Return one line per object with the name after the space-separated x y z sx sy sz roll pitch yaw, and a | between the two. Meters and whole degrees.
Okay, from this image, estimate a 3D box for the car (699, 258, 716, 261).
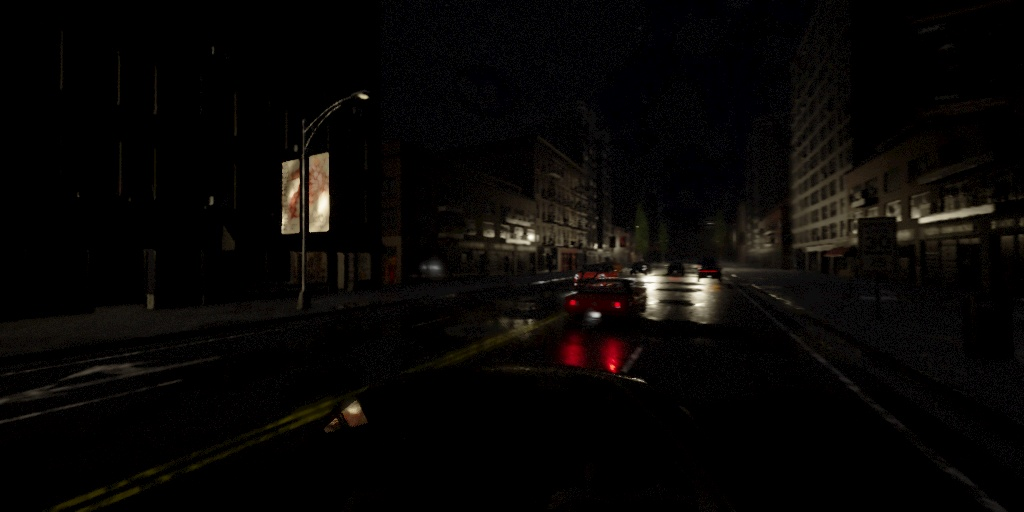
22.928 1.229 42.166 2.150 2.045 5.566 -1 -1 28 | car

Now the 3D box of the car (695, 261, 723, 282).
16.989 1.437 30.964 1.837 1.490 4.892 -1 -1 28 | car

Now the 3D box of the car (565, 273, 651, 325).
3.471 1.440 12.422 1.895 1.301 4.718 -1 -1 28 | car

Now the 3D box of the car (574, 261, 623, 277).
5.688 1.298 23.948 2.097 1.767 4.553 -1 -1 28 | car

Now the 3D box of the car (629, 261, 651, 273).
14.446 1.358 40.255 1.837 1.490 4.892 -1 -1 28 | car

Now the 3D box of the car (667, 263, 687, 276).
19.757 1.547 43.114 1.837 1.490 4.892 -1 0 28 | car
